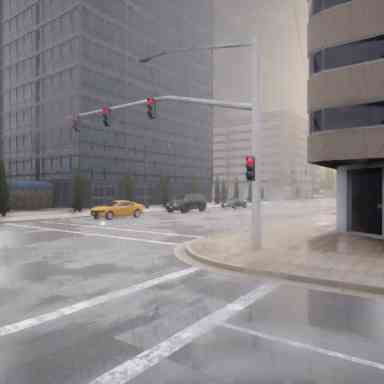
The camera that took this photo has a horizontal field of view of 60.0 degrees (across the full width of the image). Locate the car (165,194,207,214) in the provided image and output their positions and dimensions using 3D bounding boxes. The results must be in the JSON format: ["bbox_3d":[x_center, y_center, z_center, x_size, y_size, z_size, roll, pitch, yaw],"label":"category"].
[{"bbox_3d":[-0.557,1.220,36.610,2.150,2.045,5.566,0,0,36],"label":"car"}]

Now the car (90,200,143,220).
[{"bbox_3d":[-6.374,1.478,28.601,1.882,1.535,5.008,0,0,36],"label":"car"}]

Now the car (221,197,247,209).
[{"bbox_3d":[5.760,1.492,45.303,2.128,1.511,4.902,0,0,36],"label":"car"}]
